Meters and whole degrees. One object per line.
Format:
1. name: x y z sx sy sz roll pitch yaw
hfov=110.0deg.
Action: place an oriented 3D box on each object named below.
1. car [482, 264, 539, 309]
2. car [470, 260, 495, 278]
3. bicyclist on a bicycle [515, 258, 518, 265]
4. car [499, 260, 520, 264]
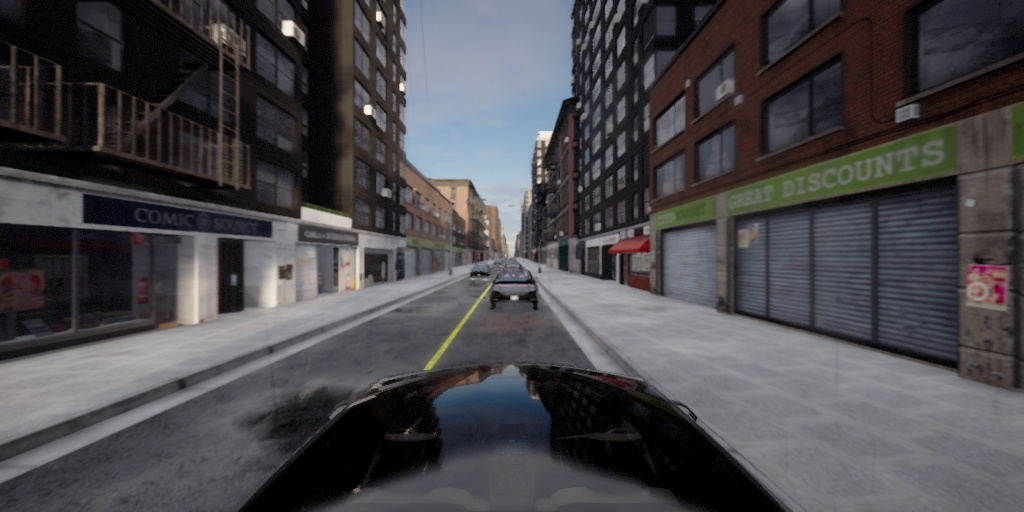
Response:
1. car: 0.093 1.281 15.188 2.128 1.511 4.902 0 0 0
2. car: -3.102 1.391 36.247 2.033 1.411 5.357 0 0 0
3. bicyclist on a bicycle: 0.809 1.273 62.655 0.866 1.612 1.509 0 0 0
4. car: 0.091 1.339 31.303 1.837 1.490 4.892 0 0 0
